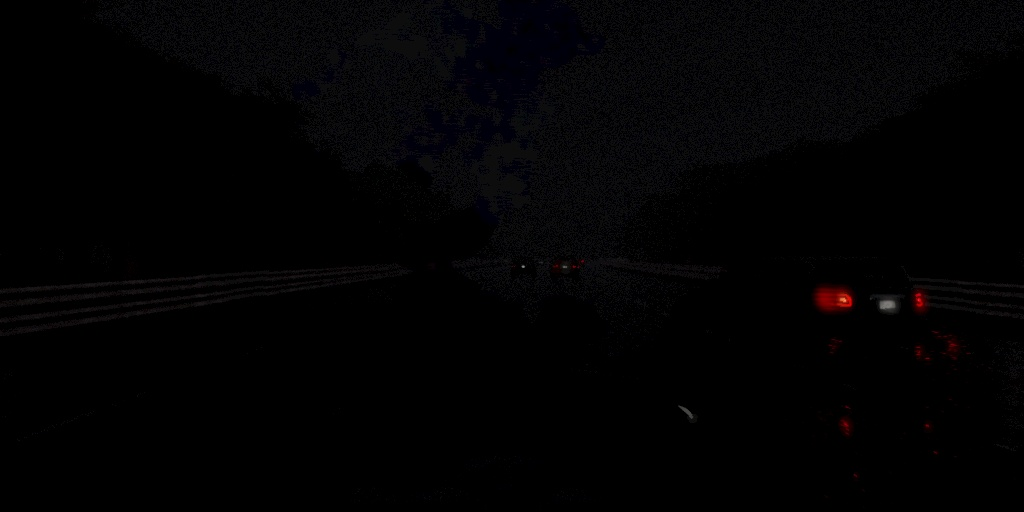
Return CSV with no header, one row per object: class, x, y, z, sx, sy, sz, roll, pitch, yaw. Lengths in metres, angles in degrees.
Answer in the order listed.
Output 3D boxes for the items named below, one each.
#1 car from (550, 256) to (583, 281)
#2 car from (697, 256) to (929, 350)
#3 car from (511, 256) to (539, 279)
car,4.438,1.008,30.536,2.150,2.045,5.566,0,0,4
car,7.141,1.019,9.437,2.150,2.045,5.566,0,0,1
car,1.146,0.989,32.666,2.150,2.045,5.566,0,0,4
